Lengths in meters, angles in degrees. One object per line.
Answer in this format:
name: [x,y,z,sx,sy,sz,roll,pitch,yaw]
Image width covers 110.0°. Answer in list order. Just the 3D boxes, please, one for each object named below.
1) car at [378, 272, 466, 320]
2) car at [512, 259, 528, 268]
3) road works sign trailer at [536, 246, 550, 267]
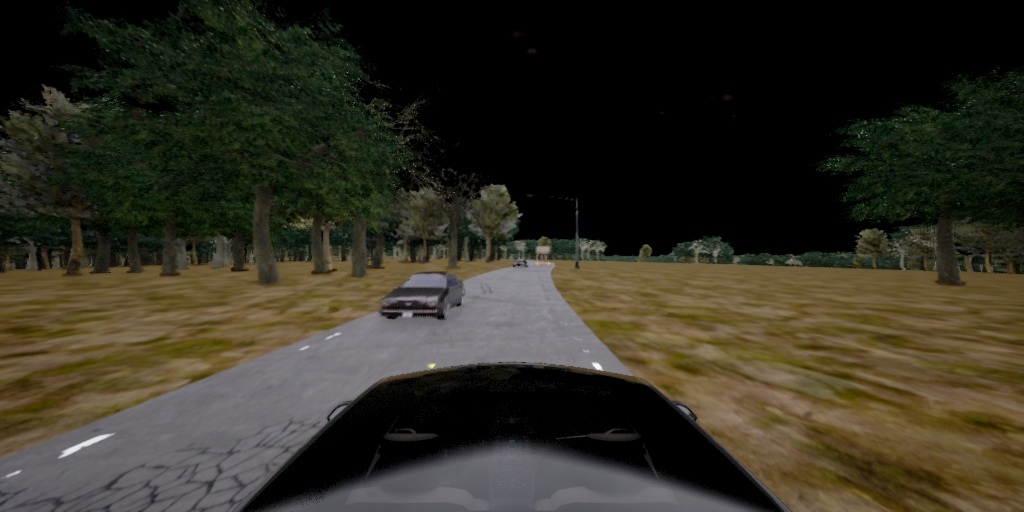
car: [-2.863,1.275,12.786,2.033,1.411,5.357,0,0,2]
car: [1.286,1.105,55.022,1.994,1.385,4.181,0,0,9]
road works sign trailer: [5.164,-0.008,59.927,2.380,3.560,2.880,0,0,7]
